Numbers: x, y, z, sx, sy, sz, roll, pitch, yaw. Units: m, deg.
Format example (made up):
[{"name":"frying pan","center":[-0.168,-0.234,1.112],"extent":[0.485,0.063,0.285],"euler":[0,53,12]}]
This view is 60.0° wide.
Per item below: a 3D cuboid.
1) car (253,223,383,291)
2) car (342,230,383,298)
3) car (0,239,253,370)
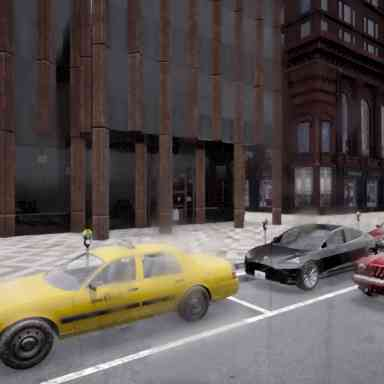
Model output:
[{"name":"car","center":[3.363,1.567,9.046],"extent":[4.313,1.339,1.947],"euler":[0,0,-35]},{"name":"car","center":[5.574,1.602,7.350],"extent":[4.718,1.301,1.895],"euler":[0,0,-35]},{"name":"car","center":[-1.365,1.525,5.675],"extent":[4.829,1.417,1.752],"euler":[0,0,-35]}]
